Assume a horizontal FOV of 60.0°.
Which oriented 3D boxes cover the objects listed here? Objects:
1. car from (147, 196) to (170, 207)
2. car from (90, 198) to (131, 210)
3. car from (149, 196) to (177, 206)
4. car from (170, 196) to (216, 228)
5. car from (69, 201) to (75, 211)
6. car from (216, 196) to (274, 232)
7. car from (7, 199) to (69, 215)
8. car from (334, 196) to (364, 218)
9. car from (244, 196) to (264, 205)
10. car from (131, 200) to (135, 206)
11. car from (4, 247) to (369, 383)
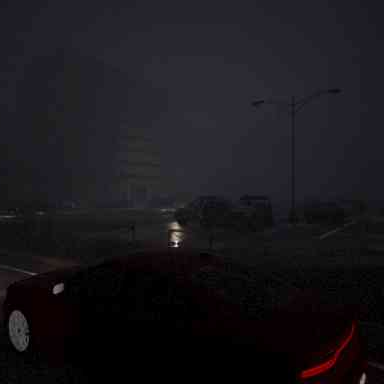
[{"bbox_3d":[-4.704,1.492,50.233,2.128,1.511,4.902,0,0,34],"label":"car"},{"bbox_3d":[-10.378,1.601,41.803,1.895,1.301,4.718,0,0,34],"label":"car"},{"bbox_3d":[-4.803,1.492,56.322,2.128,1.511,4.902,0,0,34],"label":"car"},{"bbox_3d":[0.948,1.153,20.726,1.932,1.855,4.605,0,0,34],"label":"car"},{"bbox_3d":[-16.171,1.526,39.429,1.812,1.442,4.674,0,0,34],"label":"car"},{"bbox_3d":[3.316,1.156,19.060,1.905,1.878,3.866,0,0,34],"label":"car"},{"bbox_3d":[-15.720,1.547,33.841,2.033,1.411,5.357,0,0,34],"label":"car"},{"bbox_3d":[15.339,1.395,32.016,1.970,1.475,3.806,0,0,34],"label":"car"},{"bbox_3d":[11.504,1.526,61.500,1.812,1.442,4.674,0,0,34],"label":"car"},{"bbox_3d":[-10.510,1.547,47.885,2.033,1.411,5.357,0,0,33],"label":"car"},{"bbox_3d":[-0.525,1.478,4.363,5.008,1.535,1.882,0,0,35],"label":"car"}]
